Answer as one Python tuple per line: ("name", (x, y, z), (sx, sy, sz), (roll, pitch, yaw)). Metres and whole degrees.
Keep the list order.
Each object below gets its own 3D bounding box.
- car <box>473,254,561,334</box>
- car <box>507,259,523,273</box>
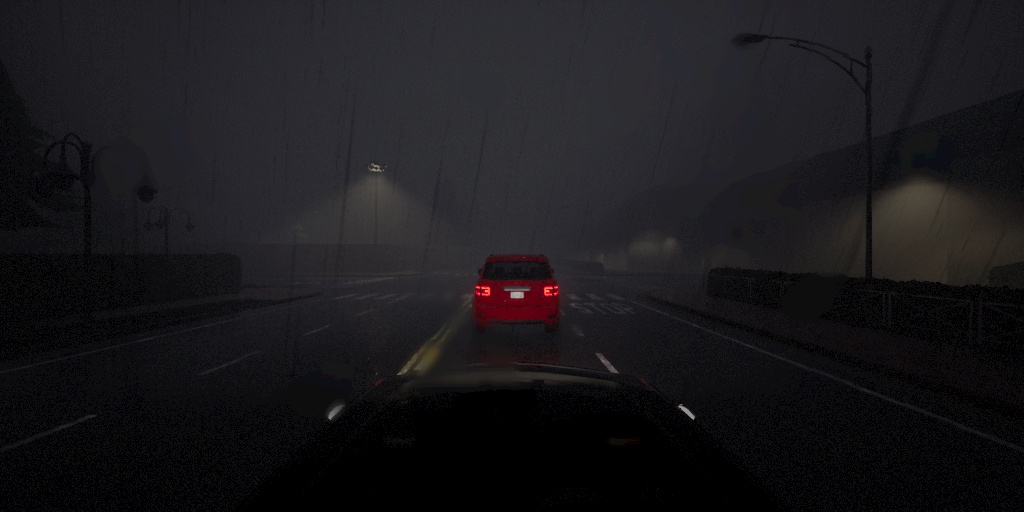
("car", (0.122, 0.971, 10.749), (2.150, 2.045, 5.566), (0, 0, 0))
("car", (0.360, 1.228, 45.602), (1.882, 1.535, 5.008), (0, 0, 1))
